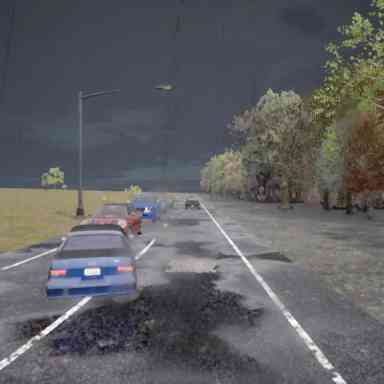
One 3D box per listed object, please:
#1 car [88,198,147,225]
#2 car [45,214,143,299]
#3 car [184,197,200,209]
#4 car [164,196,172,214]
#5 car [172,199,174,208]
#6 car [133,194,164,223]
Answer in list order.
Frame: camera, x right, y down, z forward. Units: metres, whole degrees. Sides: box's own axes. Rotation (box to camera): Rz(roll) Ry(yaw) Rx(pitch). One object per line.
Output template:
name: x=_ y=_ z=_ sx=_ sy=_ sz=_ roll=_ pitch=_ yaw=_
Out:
car: x=-3.679 y=1.344 z=15.723 sx=2.097 sy=1.767 sz=4.553 roll=0 pitch=0 yaw=1
car: x=-2.478 y=1.544 z=8.681 sx=2.033 sy=1.411 sz=5.357 roll=0 pitch=0 yaw=-14
car: x=0.038 y=1.476 z=43.943 sx=1.837 sy=1.490 sz=4.892 roll=0 pitch=0 yaw=0
car: x=-3.610 y=1.331 z=35.393 sx=2.097 sy=1.767 sz=4.553 roll=0 pitch=0 yaw=0
car: x=-3.614 y=1.322 z=45.399 sx=2.097 sy=1.767 sz=4.553 roll=0 pitch=0 yaw=0
car: x=-3.616 y=1.208 z=25.388 sx=2.150 sy=2.045 sz=5.566 roll=0 pitch=0 yaw=-1
